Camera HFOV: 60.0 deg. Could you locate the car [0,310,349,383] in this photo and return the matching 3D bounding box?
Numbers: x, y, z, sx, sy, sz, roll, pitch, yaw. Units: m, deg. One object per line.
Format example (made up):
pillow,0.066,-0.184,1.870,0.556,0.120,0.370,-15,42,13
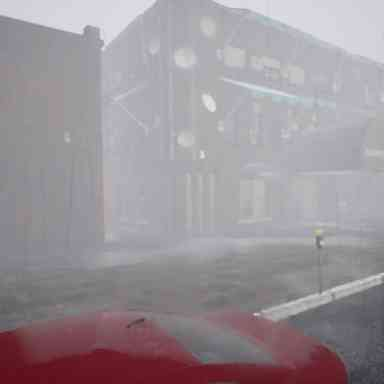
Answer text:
car,-0.954,1.538,1.764,4.507,1.381,1.887,-1,0,-35
